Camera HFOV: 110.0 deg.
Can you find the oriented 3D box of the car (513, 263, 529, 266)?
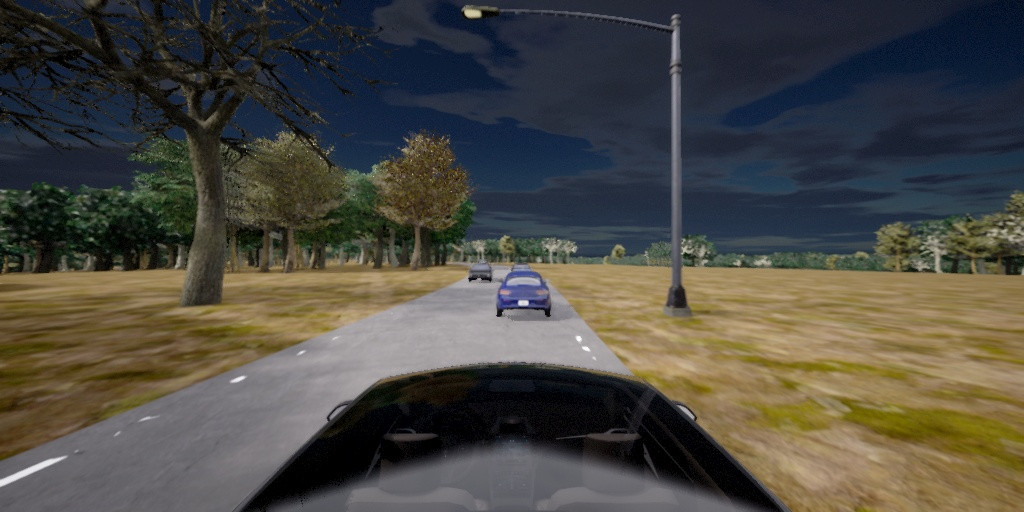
[{"bbox_3d":[0.746,1.326,31.253,2.033,1.411,5.357,0,0,-1],"label":"car"}]

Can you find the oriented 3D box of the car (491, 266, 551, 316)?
[{"bbox_3d":[0.437,1.286,13.344,1.812,1.442,4.674,0,0,2],"label":"car"}]

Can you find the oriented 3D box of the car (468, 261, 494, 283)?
[{"bbox_3d":[-2.431,1.334,29.100,2.033,1.411,5.357,0,0,0],"label":"car"}]
